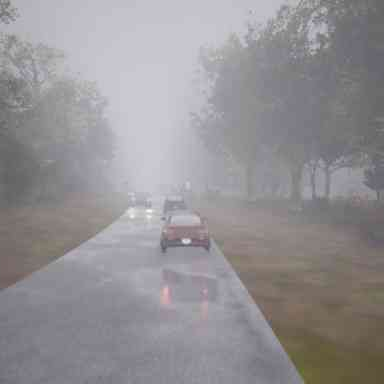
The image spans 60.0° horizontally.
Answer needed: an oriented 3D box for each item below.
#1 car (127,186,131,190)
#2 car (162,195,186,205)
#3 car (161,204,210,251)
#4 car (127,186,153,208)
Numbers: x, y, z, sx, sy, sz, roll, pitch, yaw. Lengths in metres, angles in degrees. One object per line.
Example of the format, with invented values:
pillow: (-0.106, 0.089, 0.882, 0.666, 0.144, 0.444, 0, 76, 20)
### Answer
car: (-13.698, -0.683, 74.313, 2.033, 1.411, 5.357, 1, 1, -16)
car: (-1.613, 0.986, 29.523, 1.882, 1.535, 5.008, 1, 2, -6)
car: (-0.301, 1.464, 13.658, 1.812, 1.442, 4.674, 0, 1, -3)
car: (-5.078, 0.642, 33.629, 2.097, 1.767, 4.553, 1, 2, -8)
